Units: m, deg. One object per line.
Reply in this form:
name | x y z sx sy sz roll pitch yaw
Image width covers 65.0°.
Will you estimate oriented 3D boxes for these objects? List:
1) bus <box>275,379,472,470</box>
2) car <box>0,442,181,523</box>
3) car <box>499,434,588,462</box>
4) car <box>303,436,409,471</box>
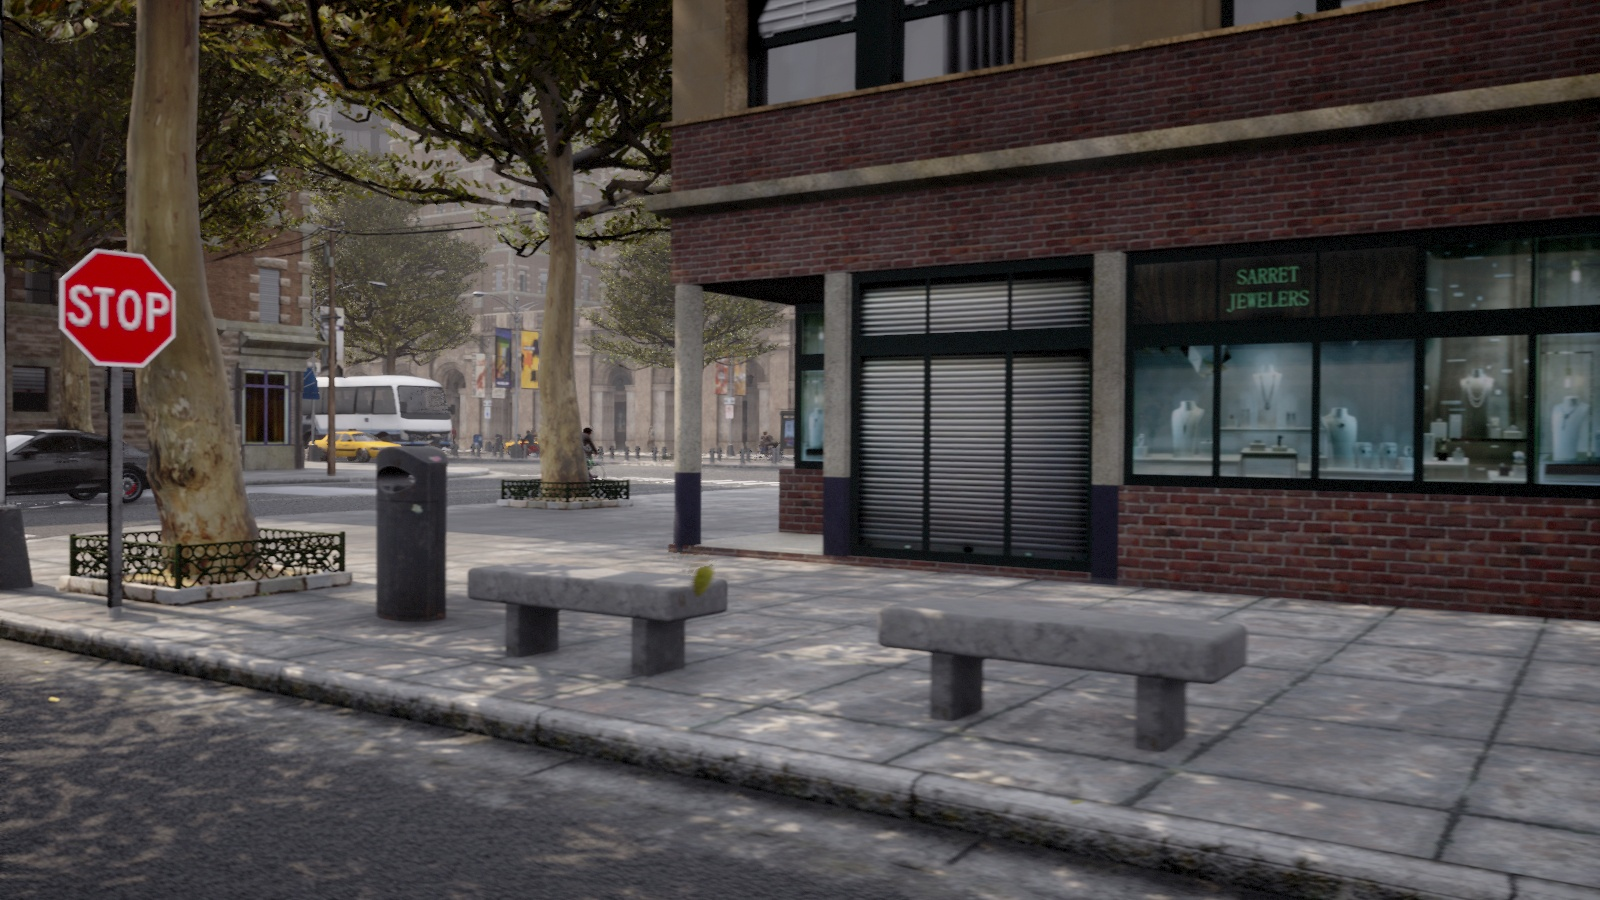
bus | -21.689 -1.224 63.616 10.273 4.253 3.944 0 1 34
car | -14.762 0.604 24.334 1.812 1.442 4.674 0 1 33
car | -14.938 -0.098 72.964 5.366 1.575 1.801 0 1 34
car | -20.865 0.143 58.893 5.366 1.575 1.801 0 1 34
